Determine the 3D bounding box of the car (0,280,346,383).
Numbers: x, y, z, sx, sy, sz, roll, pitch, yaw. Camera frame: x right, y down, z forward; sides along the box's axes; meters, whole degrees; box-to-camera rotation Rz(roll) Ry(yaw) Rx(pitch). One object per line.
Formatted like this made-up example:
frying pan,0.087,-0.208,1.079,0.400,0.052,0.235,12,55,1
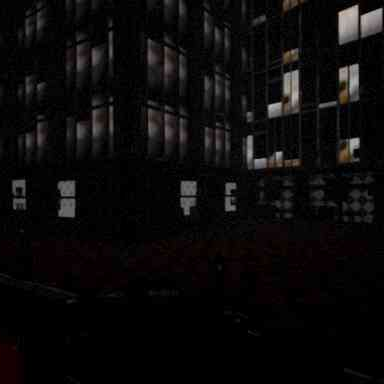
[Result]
car,-0.658,1.604,3.341,4.206,1.307,1.802,-1,0,35
